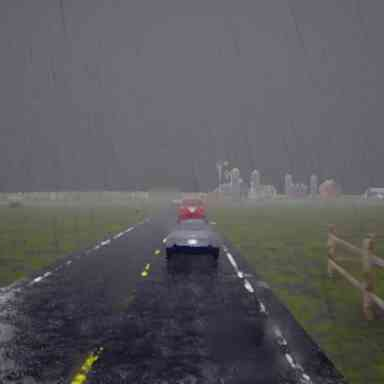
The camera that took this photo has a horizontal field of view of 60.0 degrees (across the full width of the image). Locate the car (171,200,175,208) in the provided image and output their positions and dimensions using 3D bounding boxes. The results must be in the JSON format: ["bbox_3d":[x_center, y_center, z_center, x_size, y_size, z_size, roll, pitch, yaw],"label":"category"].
[{"bbox_3d":[-2.737,2.075,60.403,1.882,1.535,5.008,0,0,1],"label":"car"}]

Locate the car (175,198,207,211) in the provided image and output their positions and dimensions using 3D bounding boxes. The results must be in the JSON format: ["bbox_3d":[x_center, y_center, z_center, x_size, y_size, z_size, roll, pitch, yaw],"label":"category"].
[{"bbox_3d":[0.037,1.496,27.561,2.150,2.045,5.566,0,0,0],"label":"car"}]

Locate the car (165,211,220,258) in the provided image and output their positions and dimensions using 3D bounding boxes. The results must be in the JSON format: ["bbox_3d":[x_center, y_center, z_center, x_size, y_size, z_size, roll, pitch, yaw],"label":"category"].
[{"bbox_3d":[0.032,1.697,13.429,1.994,1.385,4.181,0,0,0],"label":"car"}]
